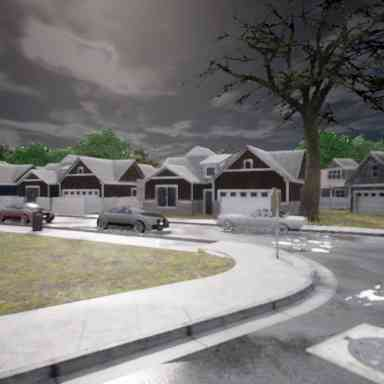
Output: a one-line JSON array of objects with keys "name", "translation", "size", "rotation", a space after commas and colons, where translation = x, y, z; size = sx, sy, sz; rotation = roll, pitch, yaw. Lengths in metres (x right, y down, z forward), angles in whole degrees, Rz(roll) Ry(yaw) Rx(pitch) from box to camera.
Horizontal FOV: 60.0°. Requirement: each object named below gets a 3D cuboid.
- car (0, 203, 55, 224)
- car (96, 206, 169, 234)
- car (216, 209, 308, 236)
[{"name": "car", "translation": [-11.605, 1.448, 23.237], "size": [4.181, 1.385, 1.994], "rotation": [0, 0, 29]}, {"name": "car", "translation": [-3.347, 1.485, 18.625], "size": [4.181, 1.385, 1.994], "rotation": [0, 0, 30]}, {"name": "car", "translation": [3.758, 1.560, 18.245], "size": [4.718, 1.301, 1.895], "rotation": [0, 0, 27]}]
